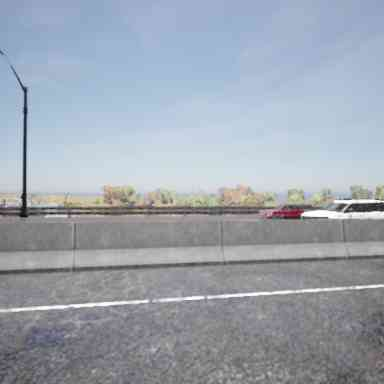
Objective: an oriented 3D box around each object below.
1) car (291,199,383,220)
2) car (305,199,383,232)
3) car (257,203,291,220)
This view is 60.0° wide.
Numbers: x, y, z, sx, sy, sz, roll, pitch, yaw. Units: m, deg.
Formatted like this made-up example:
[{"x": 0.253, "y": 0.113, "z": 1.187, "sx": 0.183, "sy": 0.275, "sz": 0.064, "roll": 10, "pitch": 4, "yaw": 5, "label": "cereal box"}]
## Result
[{"x": 8.673, "y": 1.447, "z": 18.355, "sx": 5.566, "sy": 2.045, "sz": 2.150, "roll": 1, "pitch": -1, "yaw": -13, "label": "car"}, {"x": 10.694, "y": 1.498, "z": 22.420, "sx": 5.566, "sy": 2.045, "sz": 2.150, "roll": 1, "pitch": -1, "yaw": -13, "label": "car"}, {"x": 7.246, "y": 1.629, "z": 25.208, "sx": 4.553, "sy": 1.767, "sz": 2.097, "roll": 1, "pitch": -1, "yaw": -13, "label": "car"}]
